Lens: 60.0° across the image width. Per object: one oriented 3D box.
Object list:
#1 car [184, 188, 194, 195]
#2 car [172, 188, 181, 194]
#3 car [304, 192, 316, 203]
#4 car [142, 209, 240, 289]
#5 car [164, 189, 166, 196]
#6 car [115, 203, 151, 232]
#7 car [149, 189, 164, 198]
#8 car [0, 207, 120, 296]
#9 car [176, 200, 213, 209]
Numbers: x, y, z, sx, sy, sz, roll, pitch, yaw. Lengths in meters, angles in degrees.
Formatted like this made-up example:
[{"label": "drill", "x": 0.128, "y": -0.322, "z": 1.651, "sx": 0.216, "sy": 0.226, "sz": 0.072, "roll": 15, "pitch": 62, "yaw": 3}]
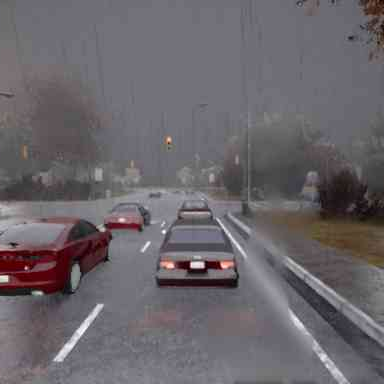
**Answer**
[{"label": "car", "x": -0.440, "y": -0.112, "z": 86.233, "sx": 2.128, "sy": 1.511, "sz": 4.902, "roll": 0, "pitch": 1, "yaw": -4}, {"label": "car", "x": -3.940, "y": -0.039, "z": 86.151, "sx": 1.895, "sy": 1.301, "sz": 4.718, "roll": 0, "pitch": 1, "yaw": -4}, {"label": "car", "x": 17.523, "y": 0.477, "z": 43.452, "sx": 5.566, "sy": 2.045, "sz": 2.150, "roll": 0, "pitch": 1, "yaw": -3}, {"label": "car", "x": 0.105, "y": 1.428, "z": 8.986, "sx": 2.033, "sy": 1.411, "sz": 5.357, "roll": 0, "pitch": 1, "yaw": 0}, {"label": "car", "x": -7.138, "y": 0.042, "z": 78.249, "sx": 1.882, "sy": 1.535, "sz": 5.008, "roll": 0, "pitch": 1, "yaw": -1}, {"label": "car", "x": -3.389, "y": 1.284, "z": 18.046, "sx": 1.994, "sy": 1.385, "sz": 4.181, "roll": 0, "pitch": 1, "yaw": 0}, {"label": "car", "x": -7.009, "y": 0.373, "z": 62.818, "sx": 1.882, "sy": 1.535, "sz": 5.008, "roll": 0, "pitch": 1, "yaw": 0}, {"label": "car", "x": -3.393, "y": 1.368, "z": 8.429, "sx": 1.882, "sy": 1.535, "sz": 5.008, "roll": 0, "pitch": 1, "yaw": 0}, {"label": "car", "x": 0.140, "y": 1.200, "z": 18.676, "sx": 2.128, "sy": 1.511, "sz": 4.902, "roll": 0, "pitch": 1, "yaw": -1}]
